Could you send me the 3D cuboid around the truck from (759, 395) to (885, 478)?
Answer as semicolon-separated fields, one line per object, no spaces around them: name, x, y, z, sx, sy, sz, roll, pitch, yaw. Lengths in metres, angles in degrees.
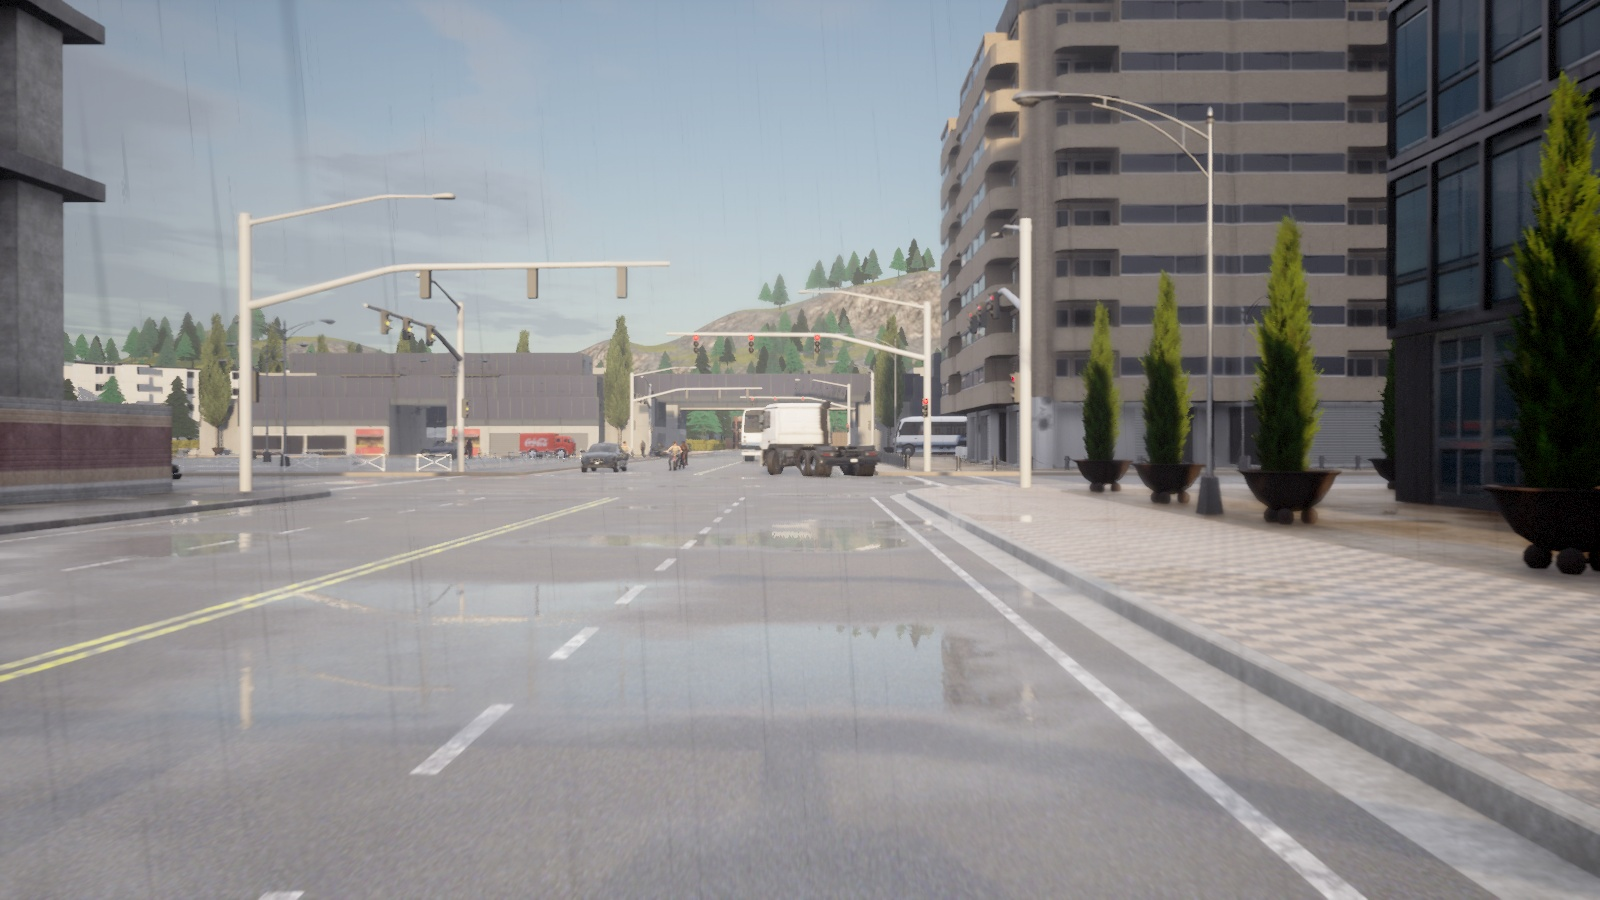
truck;0.841;-0.568;56.897;2.891;3.462;7.936;0;0;-21

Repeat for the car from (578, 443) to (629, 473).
car;-10.123;0.377;65.014;1.837;1.490;4.892;0;0;0
